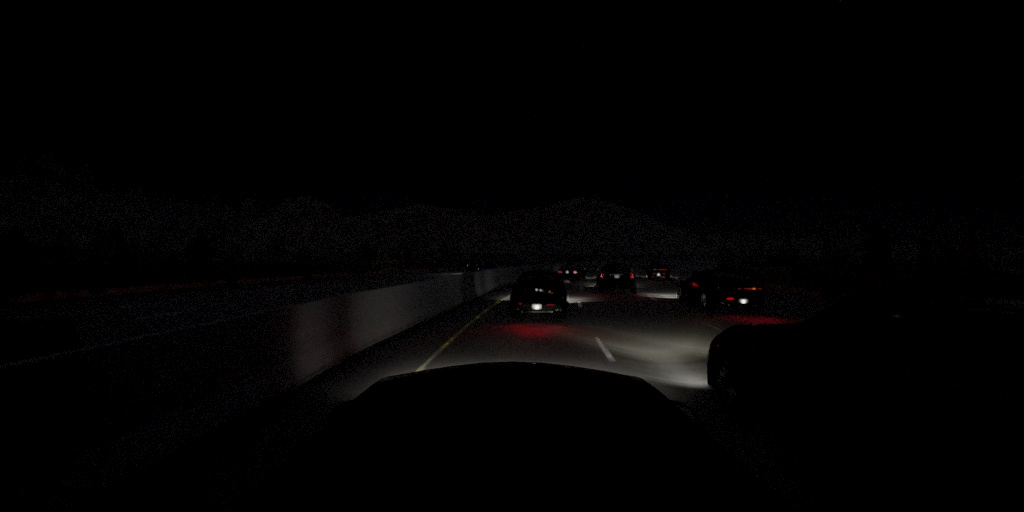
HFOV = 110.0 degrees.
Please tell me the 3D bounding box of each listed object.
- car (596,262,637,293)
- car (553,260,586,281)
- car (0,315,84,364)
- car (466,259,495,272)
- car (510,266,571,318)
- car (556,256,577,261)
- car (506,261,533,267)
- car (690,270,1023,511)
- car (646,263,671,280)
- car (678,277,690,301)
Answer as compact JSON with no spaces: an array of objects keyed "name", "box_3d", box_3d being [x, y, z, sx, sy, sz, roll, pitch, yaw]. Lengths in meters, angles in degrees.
[{"name":"car","box_3d":[6.189,1.153,21.571,2.097,1.767,4.553,0,0,13]},{"name":"car","box_3d":[5.267,1.358,31.200,2.033,1.411,5.357,0,0,19]},{"name":"car","box_3d":[-6.940,1.202,2.816,1.882,1.535,5.008,0,0,2]},{"name":"car","box_3d":[-3.995,1.146,45.824,2.097,1.767,4.553,0,0,25]},{"name":"car","box_3d":[1.056,1.275,13.148,1.837,1.490,4.892,0,0,7]},{"name":"car","box_3d":[8.111,1.076,53.771,2.150,2.045,5.566,0,-1,32]},{"name":"car","box_3d":[1.095,1.365,48.382,2.033,1.411,5.357,0,0,27]},{"name":"car","box_3d":[3.760,1.119,3.176,2.097,1.767,4.553,0,0,1]},{"name":"car","box_3d":[13.455,1.349,32.978,1.837,1.490,4.892,0,0,21]},{"name":"car","box_3d":[8.352,1.305,14.750,1.837,1.490,4.892,0,0,9]}]
